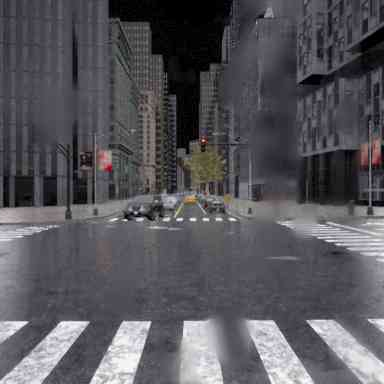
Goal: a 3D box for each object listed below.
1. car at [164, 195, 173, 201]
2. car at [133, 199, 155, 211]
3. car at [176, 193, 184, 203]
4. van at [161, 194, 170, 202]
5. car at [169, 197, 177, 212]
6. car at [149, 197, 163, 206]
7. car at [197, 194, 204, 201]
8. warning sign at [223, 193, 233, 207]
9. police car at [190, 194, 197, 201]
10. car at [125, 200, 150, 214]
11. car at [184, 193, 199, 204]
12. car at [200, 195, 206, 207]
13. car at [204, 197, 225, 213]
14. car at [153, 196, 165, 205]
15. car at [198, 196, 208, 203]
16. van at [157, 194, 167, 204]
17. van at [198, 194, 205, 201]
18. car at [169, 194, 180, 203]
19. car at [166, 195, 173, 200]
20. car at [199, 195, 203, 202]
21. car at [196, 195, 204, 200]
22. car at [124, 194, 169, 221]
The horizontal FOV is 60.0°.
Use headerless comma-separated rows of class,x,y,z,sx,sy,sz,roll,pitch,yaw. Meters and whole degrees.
car,-6.199,1.587,88.353,2.008,1.369,4.403,0,0,0
car,-5.895,1.557,41.303,2.008,1.369,4.403,0,0,0
car,-3.313,1.518,69.246,2.128,1.511,4.902,0,0,0
van,-6.129,1.368,77.527,1.690,1.788,3.998,0,0,0
car,-3.220,1.607,39.919,1.895,1.301,4.718,0,0,0
car,-5.989,1.579,55.874,1.947,1.339,4.313,0,0,0
car,2.493,1.567,62.567,2.008,1.369,4.403,0,0,0
warning sign,4.912,1.123,45.453,1.300,1.860,1.060,0,0,0
police car,0.452,1.463,90.537,1.930,1.638,5.238,0,0,0
car,-5.863,1.556,36.311,2.008,1.369,4.403,0,0,0
car,-0.172,1.494,63.290,1.882,1.535,5.008,0,0,-1
car,2.592,1.553,47.251,1.887,1.381,4.507,0,0,0
car,2.662,1.556,36.362,2.008,1.369,4.403,0,0,0
car,-6.023,1.541,61.117,1.752,1.417,4.829,0,0,0
car,2.425,1.589,73.146,1.947,1.339,4.313,0,0,0
van,-6.059,1.360,66.700,1.690,1.788,3.998,0,0,0
van,2.356,1.373,83.723,1.690,1.788,3.998,0,0,0
car,-3.296,1.537,53.247,1.812,1.442,4.674,0,0,0
car,-6.233,1.624,93.766,1.802,1.307,4.206,0,0,0
car,2.557,1.562,52.695,2.008,1.369,4.403,0,0,0
car,2.288,1.593,94.300,2.008,1.369,4.403,0,0,0
car,-3.775,1.226,27.474,2.150,2.045,5.566,0,0,8
